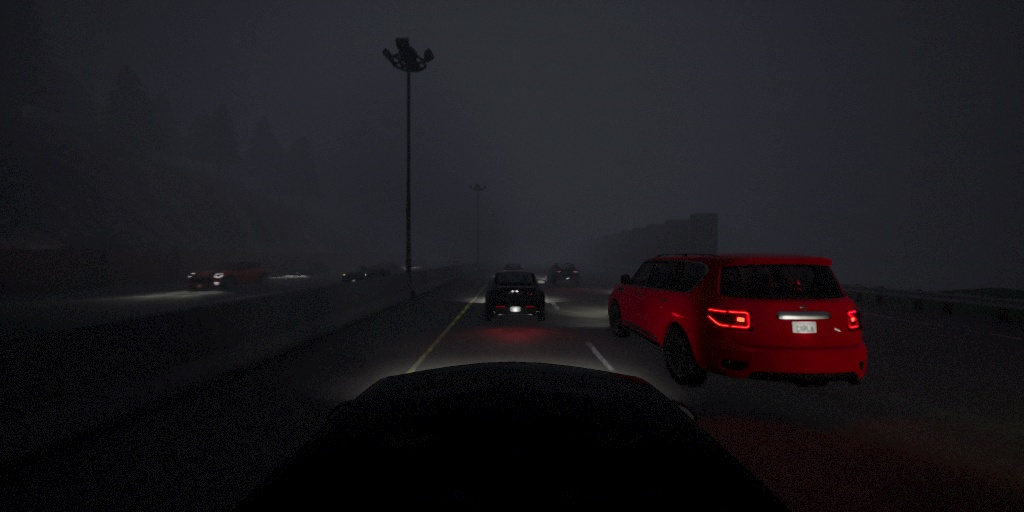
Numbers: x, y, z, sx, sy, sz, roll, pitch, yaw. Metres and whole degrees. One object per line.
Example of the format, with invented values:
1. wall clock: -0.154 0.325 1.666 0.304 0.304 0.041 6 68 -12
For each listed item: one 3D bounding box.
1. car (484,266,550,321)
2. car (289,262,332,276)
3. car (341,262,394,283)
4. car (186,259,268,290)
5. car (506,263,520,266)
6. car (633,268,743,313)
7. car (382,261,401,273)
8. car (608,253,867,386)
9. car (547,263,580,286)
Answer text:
1. car: 0.095 1.255 12.557 1.837 1.490 4.892 0 0 0
2. car: -21.100 1.299 37.914 2.033 1.411 5.357 0 0 0
3. car: -10.611 1.352 26.360 1.895 1.301 4.718 0 0 0
4. car: -17.609 1.102 22.447 2.097 1.767 4.553 0 0 0
5. car: 0.081 1.315 30.844 1.994 1.385 4.181 0 0 0
6. car: 7.095 1.298 15.256 2.033 1.411 5.357 0 0 0
7. car: -14.094 1.299 40.273 2.033 1.411 5.357 0 0 0
8. car: 3.598 0.971 7.097 2.150 2.045 5.566 0 0 0
9. car: 3.588 1.242 25.539 2.128 1.511 4.902 0 0 0
